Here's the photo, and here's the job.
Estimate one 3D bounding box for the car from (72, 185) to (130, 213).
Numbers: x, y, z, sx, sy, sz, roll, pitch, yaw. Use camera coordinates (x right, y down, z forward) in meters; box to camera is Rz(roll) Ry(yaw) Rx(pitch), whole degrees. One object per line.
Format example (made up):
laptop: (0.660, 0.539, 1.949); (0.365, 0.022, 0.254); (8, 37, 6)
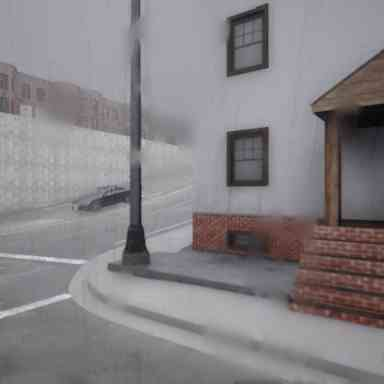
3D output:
car: (-6.185, 0.382, 23.516); (2.128, 1.511, 4.902); (0, 10, 35)
